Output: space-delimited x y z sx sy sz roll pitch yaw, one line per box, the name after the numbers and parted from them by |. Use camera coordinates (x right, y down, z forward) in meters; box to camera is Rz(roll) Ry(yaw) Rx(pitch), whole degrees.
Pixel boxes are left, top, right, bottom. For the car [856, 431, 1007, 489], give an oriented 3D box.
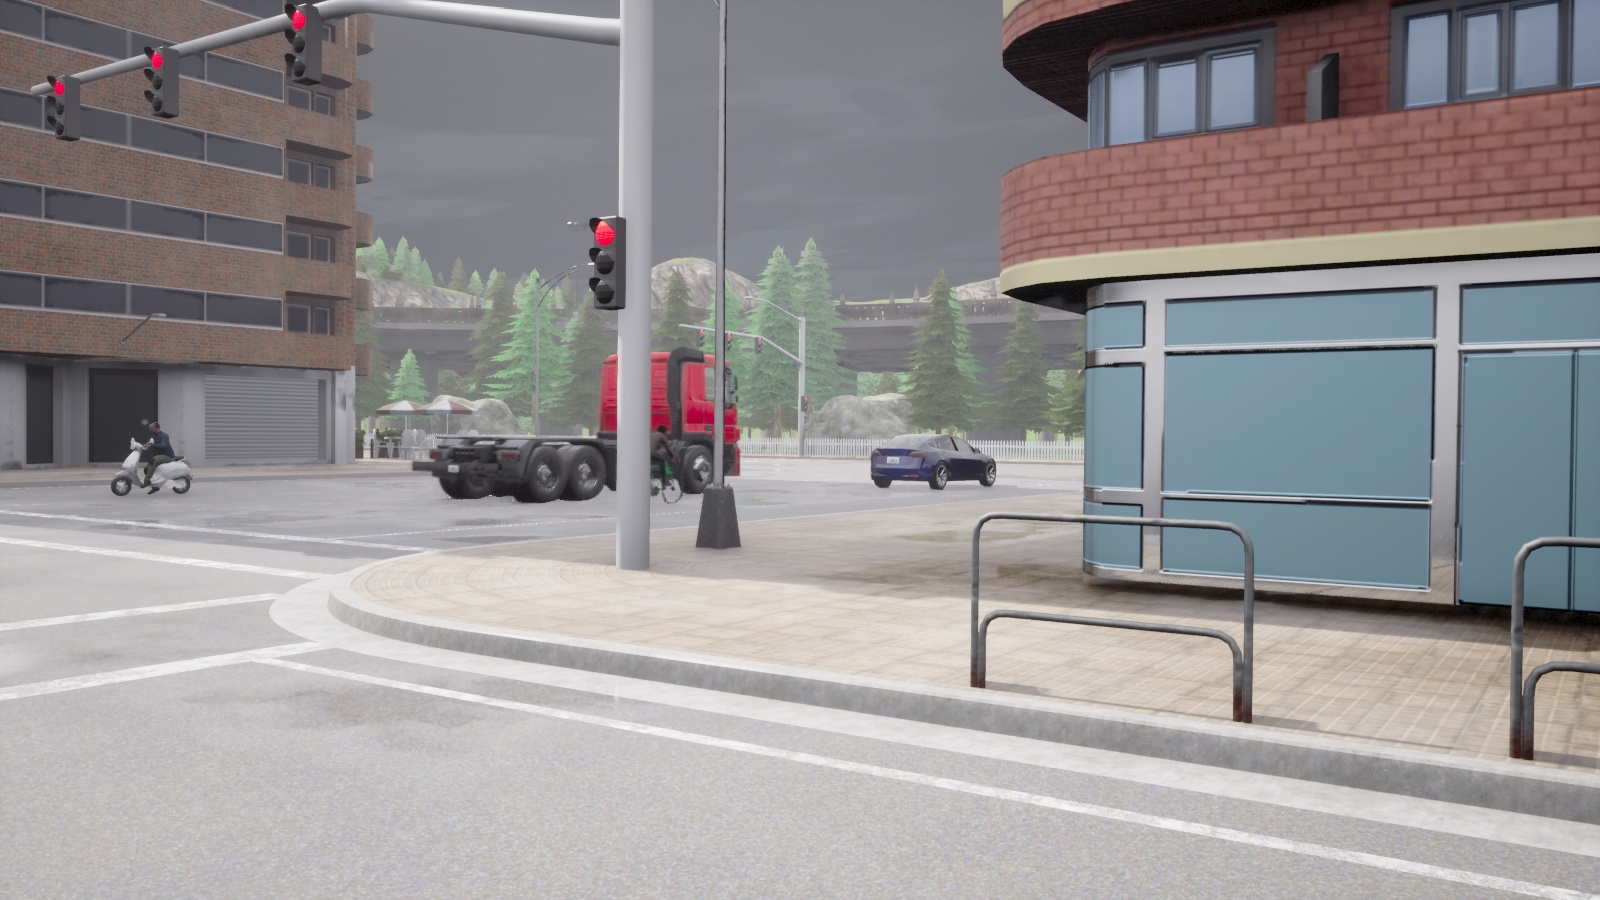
3.731 0.222 34.811 2.163 1.488 4.792 0 1 34 | car

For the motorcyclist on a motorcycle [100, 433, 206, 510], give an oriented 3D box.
-14.009 0.440 27.231 0.866 1.590 1.817 0 1 34 | motorcyclist on a motorcycle

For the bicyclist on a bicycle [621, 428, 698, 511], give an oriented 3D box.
-2.796 0.367 25.094 0.582 1.620 1.656 0 1 34 | bicyclist on a bicycle

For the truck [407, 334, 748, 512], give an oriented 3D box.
-4.705 -0.597 28.529 2.891 3.462 7.936 0 1 34 | truck
